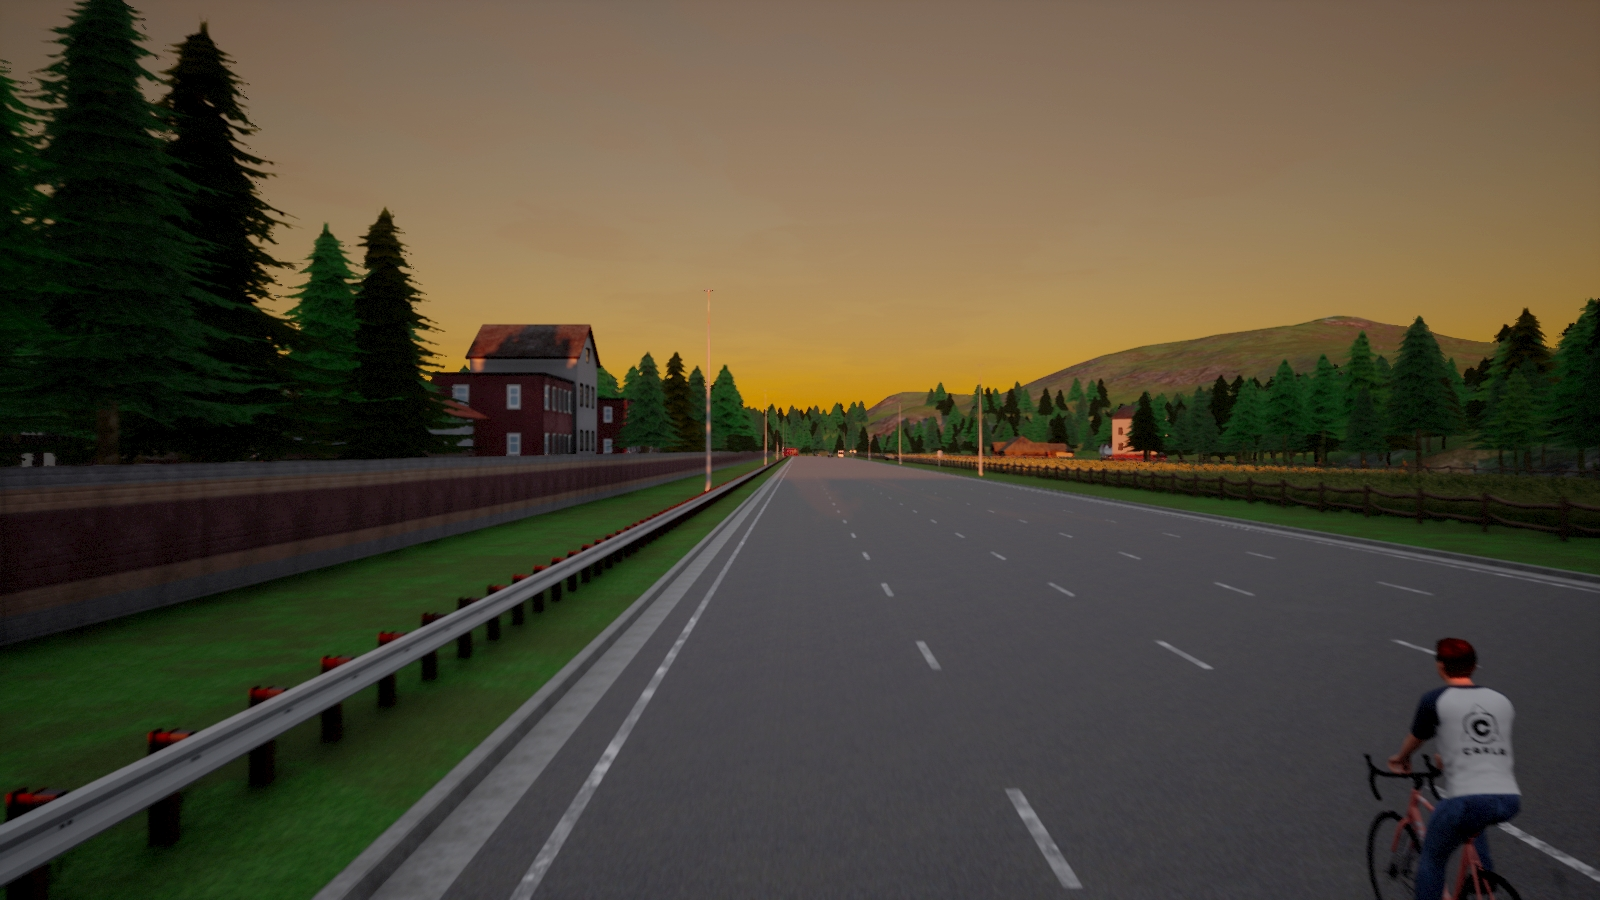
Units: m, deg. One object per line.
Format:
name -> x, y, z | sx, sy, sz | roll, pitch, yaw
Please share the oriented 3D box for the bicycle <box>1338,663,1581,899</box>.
bicycle -> 3.501, 2.056, 6.213 | 0.373, 1.496, 1.643 | 0, 0, 0
